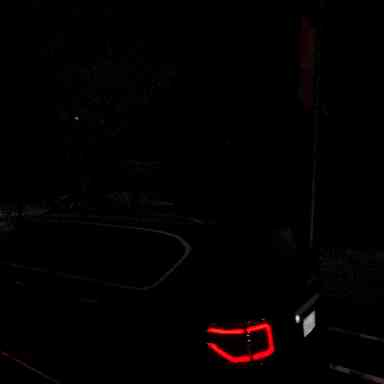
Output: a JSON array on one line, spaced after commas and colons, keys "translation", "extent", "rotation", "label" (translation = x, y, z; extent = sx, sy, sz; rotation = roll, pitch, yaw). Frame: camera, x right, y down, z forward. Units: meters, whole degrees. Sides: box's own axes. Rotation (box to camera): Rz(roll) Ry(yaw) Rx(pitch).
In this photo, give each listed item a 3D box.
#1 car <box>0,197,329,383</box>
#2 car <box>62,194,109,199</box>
[{"translation": [-1.181, 1.198, 4.407], "extent": [5.566, 2.045, 2.150], "rotation": [0, 0, 36], "label": "car"}, {"translation": [-10.365, 1.133, 34.437], "extent": [2.128, 1.511, 4.902], "rotation": [3, 2, 36], "label": "car"}]
